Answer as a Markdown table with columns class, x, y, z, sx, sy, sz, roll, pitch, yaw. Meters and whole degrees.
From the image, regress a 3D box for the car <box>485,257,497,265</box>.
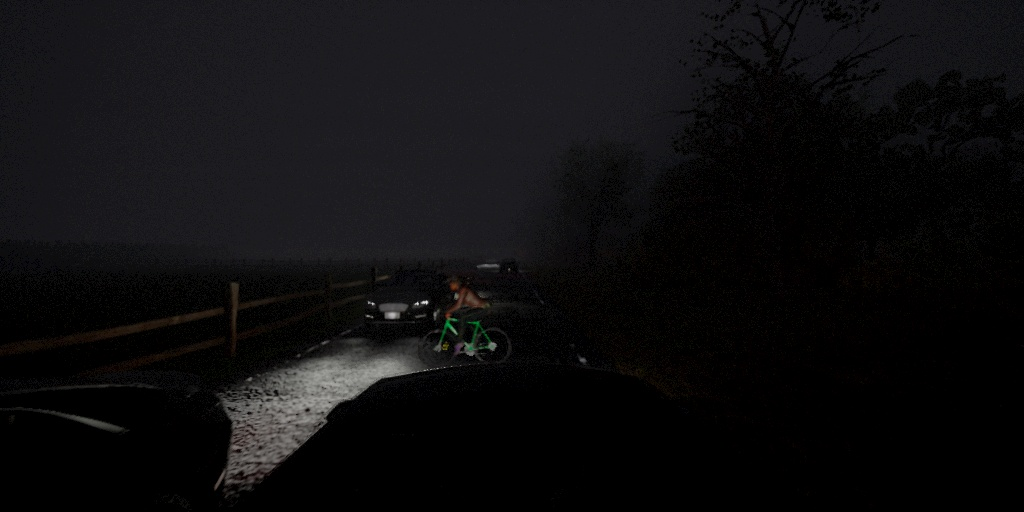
| class | x | y | z | sx | sy | sz | roll | pitch | yaw |
| --- | --- | --- | --- | --- | --- | --- | --- | --- | --- |
| car | -3.503 | 0.786 | 61.421 | 1.895 | 1.301 | 4.718 | 0 | 1 | 0 |

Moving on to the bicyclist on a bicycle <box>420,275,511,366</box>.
| class | x | y | z | sx | sy | sz | roll | pitch | yaw |
| --- | --- | --- | --- | --- | --- | --- | --- | --- | --- |
| bicyclist on a bicycle | -0.842 | 1.167 | 6.394 | 1.656 | 1.620 | 0.582 | -2 | 1 | -1 |

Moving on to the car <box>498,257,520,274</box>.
| class | x | y | z | sx | sy | sz | roll | pitch | yaw |
| --- | --- | --- | --- | --- | --- | --- | --- | --- | --- |
| car | -0.286 | 0.954 | 35.170 | 1.837 | 1.490 | 4.892 | 0 | 1 | -1 |

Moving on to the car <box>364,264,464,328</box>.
| class | x | y | z | sx | sy | sz | roll | pitch | yaw |
| --- | --- | --- | --- | --- | --- | --- | --- | --- | --- |
| car | -2.946 | 1.166 | 11.171 | 2.128 | 1.511 | 4.902 | 0 | 0 | -1 |

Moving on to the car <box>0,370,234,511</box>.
| class | x | y | z | sx | sy | sz | roll | pitch | yaw |
| --- | --- | --- | --- | --- | --- | --- | --- | --- | --- |
| car | -2.817 | 1.267 | 0.450 | 1.837 | 1.490 | 4.892 | 0 | 0 | -1 |

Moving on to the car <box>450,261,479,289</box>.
| class | x | y | z | sx | sy | sz | roll | pitch | yaw |
| --- | --- | --- | --- | --- | --- | --- | --- | --- | --- |
| car | -3.060 | 1.058 | 21.633 | 1.882 | 1.535 | 5.008 | 0 | 1 | -1 |
